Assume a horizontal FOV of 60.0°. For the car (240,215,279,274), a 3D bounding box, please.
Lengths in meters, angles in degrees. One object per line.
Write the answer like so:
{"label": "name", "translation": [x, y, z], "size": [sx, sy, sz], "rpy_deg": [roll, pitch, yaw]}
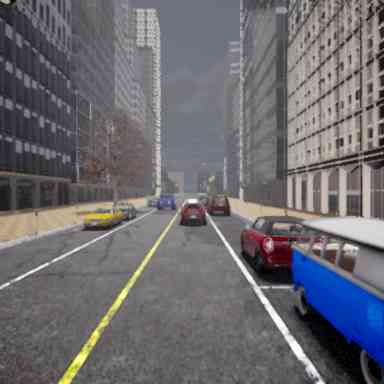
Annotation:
{"label": "car", "translation": [2.691, 1.438, 10.519], "size": [1.967, 1.590, 4.097], "rpy_deg": [0, 0, 0]}

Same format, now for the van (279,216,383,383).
{"label": "van", "translation": [2.692, 1.341, 4.828], "size": [1.690, 1.788, 3.998], "rpy_deg": [0, 0, 0]}

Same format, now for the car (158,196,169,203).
{"label": "car", "translation": [-5.697, 1.531, 67.451], "size": [1.802, 1.307, 4.206], "rpy_deg": [0, 0, 0]}

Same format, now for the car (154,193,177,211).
{"label": "car", "translation": [-3.100, 1.200, 41.458], "size": [2.150, 2.045, 5.566], "rpy_deg": [0, 0, 0]}

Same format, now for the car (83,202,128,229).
{"label": "car", "translation": [-5.691, 1.518, 21.743], "size": [1.752, 1.417, 4.829], "rpy_deg": [0, 0, 0]}

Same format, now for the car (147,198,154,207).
{"label": "car", "translation": [-5.695, 1.521, 50.375], "size": [2.008, 1.369, 4.403], "rpy_deg": [0, 0, 0]}

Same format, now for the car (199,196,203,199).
{"label": "car", "translation": [0.094, 1.579, 41.705], "size": [1.895, 1.301, 4.718], "rpy_deg": [0, 0, 0]}

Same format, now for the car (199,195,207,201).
{"label": "car", "translation": [2.681, 1.490, 84.517], "size": [1.947, 1.339, 4.313], "rpy_deg": [0, 0, 0]}

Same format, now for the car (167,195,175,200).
{"label": "car", "translation": [-5.700, 1.459, 90.221], "size": [1.887, 1.381, 4.507], "rpy_deg": [0, 0, 0]}

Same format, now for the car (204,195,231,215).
{"label": "car", "translation": [2.689, 1.300, 33.288], "size": [2.192, 1.841, 5.009], "rpy_deg": [0, 0, 0]}

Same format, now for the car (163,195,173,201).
{"label": "car", "translation": [-5.699, 1.483, 78.837], "size": [2.008, 1.369, 4.403], "rpy_deg": [0, 0, 0]}

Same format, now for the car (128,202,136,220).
{"label": "car", "translation": [-5.692, 1.540, 27.606], "size": [2.008, 1.369, 4.403], "rpy_deg": [0, 0, 0]}

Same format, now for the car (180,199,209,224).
{"label": "car", "translation": [0.096, 1.516, 24.903], "size": [1.812, 1.442, 4.674], "rpy_deg": [0, 0, 0]}

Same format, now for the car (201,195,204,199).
{"label": "car", "translation": [2.688, 1.291, 44.672], "size": [2.192, 1.841, 5.009], "rpy_deg": [0, 0, 0]}

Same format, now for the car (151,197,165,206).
{"label": "car", "translation": [-5.696, 1.529, 56.068], "size": [1.947, 1.339, 4.313], "rpy_deg": [0, 0, 0]}
